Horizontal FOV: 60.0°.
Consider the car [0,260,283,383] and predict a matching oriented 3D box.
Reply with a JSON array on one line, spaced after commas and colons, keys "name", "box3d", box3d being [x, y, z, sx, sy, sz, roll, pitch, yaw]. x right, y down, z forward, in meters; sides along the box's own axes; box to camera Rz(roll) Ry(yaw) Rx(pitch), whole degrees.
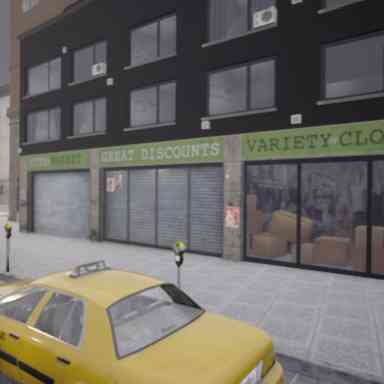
[{"name": "car", "box3d": [-1.408, 1.523, 4.084, 4.829, 1.417, 1.752, 0, 1, 35]}]
